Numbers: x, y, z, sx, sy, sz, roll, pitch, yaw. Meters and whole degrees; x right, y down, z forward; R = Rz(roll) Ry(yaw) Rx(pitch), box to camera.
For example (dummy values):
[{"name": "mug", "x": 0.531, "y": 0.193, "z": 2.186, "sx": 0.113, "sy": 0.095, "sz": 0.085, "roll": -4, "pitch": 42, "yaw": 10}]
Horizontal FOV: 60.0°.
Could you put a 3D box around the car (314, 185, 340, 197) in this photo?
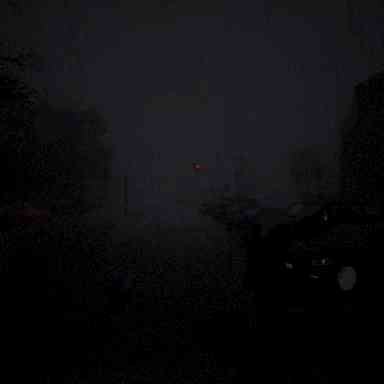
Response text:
[{"name": "car", "x": 21.221, "y": -0.019, "z": 51.399, "sx": 2.435, "sy": 2.045, "sz": 5.566, "roll": -6, "pitch": 3, "yaw": -29}]

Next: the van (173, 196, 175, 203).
[{"name": "van", "x": -1.496, "y": 2.010, "z": 79.625, "sx": 4.442, "sy": 1.987, "sz": 1.878, "roll": 1, "pitch": 0, "yaw": -29}]

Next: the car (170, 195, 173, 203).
[{"name": "car", "x": -1.902, "y": 2.002, "z": 82.637, "sx": 5.566, "sy": 2.045, "sz": 2.435, "roll": 1, "pitch": 0, "yaw": -29}]

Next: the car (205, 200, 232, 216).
[{"name": "car", "x": 3.996, "y": 1.668, "z": 27.051, "sx": 4.892, "sy": 1.521, "sz": 2.231, "roll": 1, "pitch": 0, "yaw": -23}]

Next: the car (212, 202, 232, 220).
[{"name": "car", "x": 4.141, "y": 1.686, "z": 24.036, "sx": 4.674, "sy": 1.452, "sz": 2.002, "roll": 1, "pitch": -1, "yaw": -23}]

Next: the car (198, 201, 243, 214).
[{"name": "car", "x": 3.360, "y": 1.785, "z": 39.075, "sx": 4.792, "sy": 1.488, "sz": 2.163, "roll": 1, "pitch": -1, "yaw": -25}]

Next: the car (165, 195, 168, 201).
[{"name": "car", "x": -3.863, "y": 2.070, "z": 94.526, "sx": 5.566, "sy": 2.045, "sz": 2.435, "roll": 1, "pitch": -1, "yaw": -30}]

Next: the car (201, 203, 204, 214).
[{"name": "car", "x": 3.649, "y": 1.583, "z": 33.093, "sx": 4.553, "sy": 1.767, "sz": 2.185, "roll": 1, "pitch": 0, "yaw": -24}]

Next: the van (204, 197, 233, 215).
[{"name": "van", "x": 3.710, "y": 1.460, "z": 30.019, "sx": 4.442, "sy": 1.987, "sz": 1.878, "roll": 1, "pitch": 0, "yaw": -24}]

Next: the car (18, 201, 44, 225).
[{"name": "car", "x": -14.027, "y": 1.688, "z": 24.474, "sx": 5.366, "sy": 1.575, "sz": 1.946, "roll": -1, "pitch": -1, "yaw": -23}]

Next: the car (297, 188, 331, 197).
[{"name": "car", "x": 18.263, "y": 0.557, "z": 50.942, "sx": 2.002, "sy": 1.452, "sz": 4.674, "roll": -6, "pitch": 3, "yaw": -29}]

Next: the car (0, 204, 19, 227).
[{"name": "car", "x": -14.040, "y": 1.711, "z": 21.439, "sx": 4.674, "sy": 1.452, "sz": 2.002, "roll": -1, "pitch": 0, "yaw": -23}]

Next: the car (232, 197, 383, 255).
[{"name": "car", "x": 4.579, "y": 1.311, "z": 11.945, "sx": 5.566, "sy": 2.045, "sz": 2.435, "roll": 1, "pitch": 0, "yaw": -22}]

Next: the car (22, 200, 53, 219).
[{"name": "car", "x": -14.533, "y": 1.715, "z": 27.280, "sx": 5.366, "sy": 1.575, "sz": 1.946, "roll": -1, "pitch": 0, "yaw": -23}]

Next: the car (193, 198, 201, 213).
[{"name": "car", "x": 3.236, "y": 1.723, "z": 36.017, "sx": 5.366, "sy": 1.575, "sz": 1.946, "roll": 1, "pitch": 0, "yaw": -24}]

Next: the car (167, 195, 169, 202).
[{"name": "car", "x": -3.220, "y": 2.303, "z": 91.642, "sx": 5.366, "sy": 1.575, "sz": 1.946, "roll": 1, "pitch": -1, "yaw": -30}]

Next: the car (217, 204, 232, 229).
[{"name": "car", "x": 4.289, "y": 1.665, "z": 21.015, "sx": 4.674, "sy": 1.452, "sz": 2.002, "roll": 1, "pitch": 0, "yaw": -23}]

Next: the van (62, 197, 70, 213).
[{"name": "van", "x": -14.649, "y": 1.533, "z": 33.314, "sx": 4.442, "sy": 1.987, "sz": 1.878, "roll": -1, "pitch": -1, "yaw": -24}]

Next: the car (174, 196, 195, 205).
[{"name": "car", "x": -0.962, "y": 2.095, "z": 76.695, "sx": 4.553, "sy": 1.767, "sz": 2.185, "roll": 1, "pitch": -1, "yaw": -29}]

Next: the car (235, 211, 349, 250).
[{"name": "car", "x": 4.510, "y": 1.623, "z": 14.982, "sx": 4.674, "sy": 1.452, "sz": 2.002, "roll": 1, "pitch": -1, "yaw": -22}]

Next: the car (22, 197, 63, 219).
[{"name": "car", "x": -14.518, "y": 1.612, "z": 30.322, "sx": 4.553, "sy": 1.767, "sz": 2.185, "roll": -1, "pitch": 0, "yaw": -23}]

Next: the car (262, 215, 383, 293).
[{"name": "car", "x": 4.675, "y": 1.543, "z": 8.937, "sx": 5.008, "sy": 1.535, "sz": 2.097, "roll": 1, "pitch": 0, "yaw": -21}]
